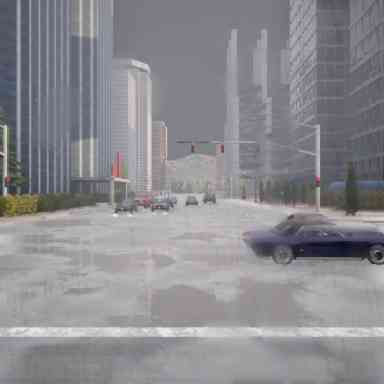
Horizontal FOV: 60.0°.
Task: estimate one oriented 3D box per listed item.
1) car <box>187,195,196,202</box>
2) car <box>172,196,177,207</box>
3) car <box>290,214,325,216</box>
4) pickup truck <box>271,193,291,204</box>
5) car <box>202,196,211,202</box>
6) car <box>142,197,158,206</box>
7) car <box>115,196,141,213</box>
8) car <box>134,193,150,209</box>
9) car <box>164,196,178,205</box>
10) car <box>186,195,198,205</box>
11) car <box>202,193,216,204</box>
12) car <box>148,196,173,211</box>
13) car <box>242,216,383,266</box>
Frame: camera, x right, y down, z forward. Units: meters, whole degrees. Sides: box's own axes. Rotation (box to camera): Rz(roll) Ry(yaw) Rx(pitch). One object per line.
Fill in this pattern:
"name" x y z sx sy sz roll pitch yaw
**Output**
"car" -0.162 1.525 76.365 2.128 1.511 4.902 0 0 0
"car" -3.678 1.601 49.595 1.895 1.301 4.718 0 0 0
"car" 5.449 1.601 14.461 4.718 1.301 1.895 0 0 0
"pickup truck" 16.491 1.059 61.477 2.390 2.098 6.274 0 0 30
"car" 3.339 1.595 76.009 1.895 1.301 4.718 0 0 0
"car" -7.194 1.547 57.493 2.033 1.411 5.357 0 0 0
"car" -7.166 1.505 36.546 1.837 1.490 4.892 0 0 0
"car" -7.177 1.219 46.480 2.150 2.045 5.566 0 0 1
"car" -3.692 1.491 60.012 2.128 1.511 4.902 0 0 0
"car" -0.023 1.564 57.796 1.994 1.385 4.181 0 0 0
"car" 3.461 1.221 65.347 2.150 2.045 5.566 0 0 0
"car" -3.665 1.564 39.588 1.994 1.385 4.181 0 0 0
"car" 4.132 1.601 10.971 4.718 1.301 1.895 0 0 0
